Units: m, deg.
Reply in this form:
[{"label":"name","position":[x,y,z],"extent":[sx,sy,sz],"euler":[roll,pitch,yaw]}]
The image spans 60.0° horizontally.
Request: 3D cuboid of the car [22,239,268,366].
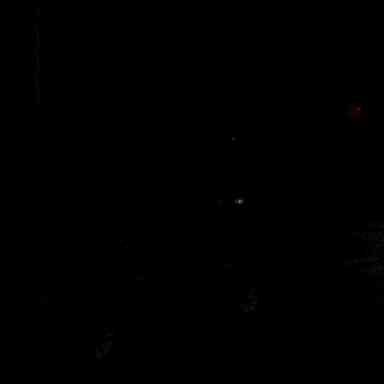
[{"label":"car","position":[-0.517,1.565,5.820],"extent":[4.313,1.339,1.947],"euler":[0,0,-36]}]
